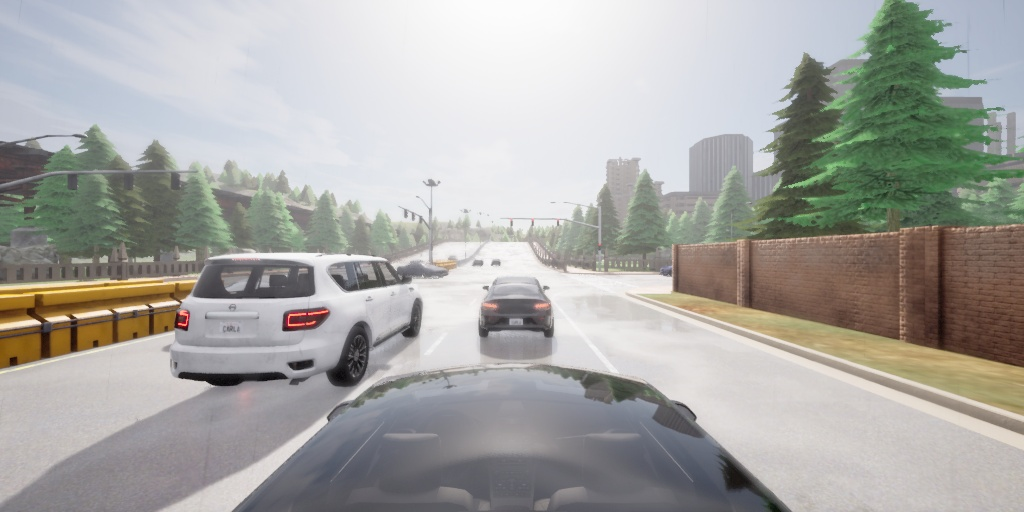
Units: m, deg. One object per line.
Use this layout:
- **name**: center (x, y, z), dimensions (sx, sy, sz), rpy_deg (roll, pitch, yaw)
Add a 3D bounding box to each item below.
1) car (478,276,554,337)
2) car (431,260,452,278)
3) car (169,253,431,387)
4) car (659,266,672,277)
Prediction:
- **car**: center (0.116, 1.276, 10.146), dimensions (1.812, 1.442, 4.674), rpy_deg (0, 0, 1)
- **car**: center (-8.306, 1.297, 33.005), dimensions (5.357, 1.411, 2.033), rpy_deg (0, 0, 35)
- **car**: center (-3.416, 0.971, 7.091), dimensions (2.150, 2.045, 5.566), rpy_deg (0, 0, 1)
- **car**: center (17.054, 1.276, 35.442), dimensions (4.674, 1.442, 1.812), rpy_deg (0, 0, 0)
